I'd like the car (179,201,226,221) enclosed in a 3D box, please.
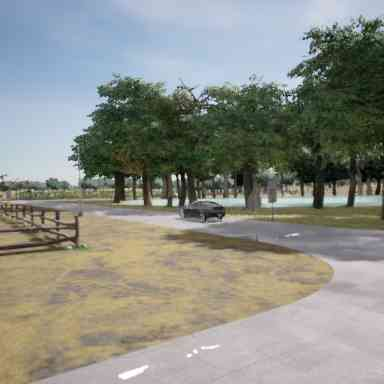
[{"bbox_3d":[0.777,1.517,27.570,1.837,1.490,4.892,-3,1,-34],"label":"car"}]
